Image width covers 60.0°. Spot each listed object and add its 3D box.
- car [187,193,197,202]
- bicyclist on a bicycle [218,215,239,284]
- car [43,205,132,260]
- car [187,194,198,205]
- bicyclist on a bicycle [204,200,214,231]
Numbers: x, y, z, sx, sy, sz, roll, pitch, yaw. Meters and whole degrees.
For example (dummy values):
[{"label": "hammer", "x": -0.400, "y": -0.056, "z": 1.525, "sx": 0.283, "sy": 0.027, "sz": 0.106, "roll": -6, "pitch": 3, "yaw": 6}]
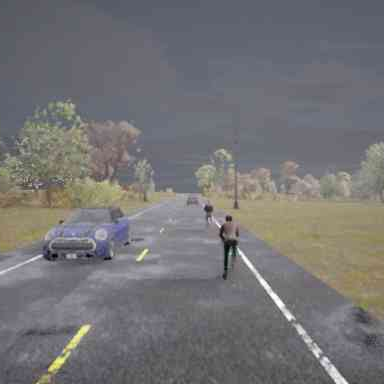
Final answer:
[{"label": "car", "x": 0.045, "y": 1.171, "z": 73.566, "sx": 2.097, "sy": 1.767, "sz": 4.553, "roll": 0, "pitch": 0, "yaw": 0}, {"label": "bicyclist on a bicycle", "x": 0.968, "y": 1.432, "z": 8.571, "sx": 0.582, "sy": 1.620, "sz": 1.656, "roll": 0, "pitch": 0, "yaw": 0}, {"label": "car", "x": -3.593, "y": 1.322, "z": 12.164, "sx": 2.097, "sy": 1.767, "sz": 4.553, "roll": 0, "pitch": 0, "yaw": 0}, {"label": "car", "x": 0.135, "y": 1.352, "z": 55.877, "sx": 2.128, "sy": 1.511, "sz": 4.902, "roll": 0, "pitch": 0, "yaw": 0}, {"label": "bicyclist on a bicycle", "x": 0.974, "y": 1.323, "z": 19.214, "sx": 0.659, "sy": 1.776, "sz": 1.843, "roll": 0, "pitch": 0, "yaw": 0}]
